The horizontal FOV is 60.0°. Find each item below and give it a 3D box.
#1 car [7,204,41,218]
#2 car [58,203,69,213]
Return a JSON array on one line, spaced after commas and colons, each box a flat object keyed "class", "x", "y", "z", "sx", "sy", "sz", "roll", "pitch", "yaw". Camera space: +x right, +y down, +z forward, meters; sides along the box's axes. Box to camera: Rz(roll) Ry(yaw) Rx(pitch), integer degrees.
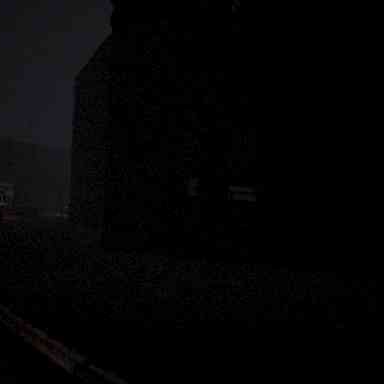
[{"class": "car", "x": -19.743, "y": 2.139, "z": 39.438, "sx": 1.882, "sy": 1.535, "sz": 5.008, "roll": 3, "pitch": -1, "yaw": 2}, {"class": "car", "x": -18.656, "y": 2.484, "z": 51.342, "sx": 2.128, "sy": 1.511, "sz": 4.902, "roll": 4, "pitch": -1, "yaw": 11}]
